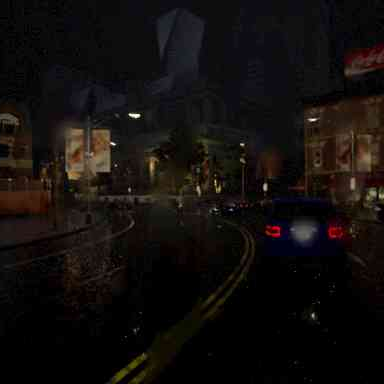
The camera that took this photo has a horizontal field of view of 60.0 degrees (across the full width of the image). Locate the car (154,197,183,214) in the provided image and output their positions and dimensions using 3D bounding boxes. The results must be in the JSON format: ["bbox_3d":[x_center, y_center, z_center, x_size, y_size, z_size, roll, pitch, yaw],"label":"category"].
[{"bbox_3d":[-2.622,1.394,36.676,2.097,1.767,4.553,-1,0,-23],"label":"car"}]

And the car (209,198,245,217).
[{"bbox_3d":[3.006,1.549,31.391,1.994,1.385,4.181,0,0,-14],"label":"car"}]

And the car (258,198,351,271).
[{"bbox_3d":[3.525,1.192,11.089,2.150,2.045,5.566,0,0,14],"label":"car"}]

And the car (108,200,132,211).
[{"bbox_3d":[-9.240,1.704,42.344,1.994,1.385,4.181,-1,0,-33],"label":"car"}]

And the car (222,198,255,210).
[{"bbox_3d":[5.900,1.483,42.928,2.002,1.452,4.674,-1,0,-26],"label":"car"}]

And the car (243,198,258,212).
[{"bbox_3d":[4.879,1.517,37.422,2.033,1.411,5.357,-1,0,-20],"label":"car"}]

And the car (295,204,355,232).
[{"bbox_3d":[7.935,1.496,20.304,1.994,1.385,4.181,0,0,1],"label":"car"}]
